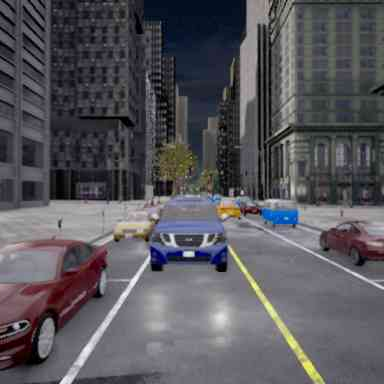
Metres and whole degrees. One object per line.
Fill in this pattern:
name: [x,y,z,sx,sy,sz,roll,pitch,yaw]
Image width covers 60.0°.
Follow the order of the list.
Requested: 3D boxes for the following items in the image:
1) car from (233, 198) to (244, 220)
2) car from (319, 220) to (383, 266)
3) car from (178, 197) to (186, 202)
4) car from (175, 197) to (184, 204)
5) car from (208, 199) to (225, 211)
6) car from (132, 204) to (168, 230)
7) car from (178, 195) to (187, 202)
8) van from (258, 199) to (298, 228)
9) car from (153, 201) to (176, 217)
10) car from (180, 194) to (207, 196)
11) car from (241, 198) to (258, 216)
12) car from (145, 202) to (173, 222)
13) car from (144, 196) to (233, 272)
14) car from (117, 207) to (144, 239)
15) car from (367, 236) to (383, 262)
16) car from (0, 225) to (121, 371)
car: [3.143,1.572,29.672,1.882,1.535,5.008,0,0,1]
car: [5.805,1.619,11.374,1.802,1.307,4.206,0,0,0]
car: [-2.528,1.833,82.189,1.887,1.381,4.507,0,0,0]
car: [-2.564,1.770,71.439,1.752,1.417,4.829,0,0,0]
car: [3.183,1.706,44.272,1.994,1.385,4.181,0,0,0]
car: [-2.713,1.615,22.466,1.887,1.381,4.507,0,0,0]
car: [-2.512,1.626,87.479,2.192,1.841,5.009,0,0,0]
van: [5.839,1.413,22.425,1.690,1.788,3.998,0,0,0]
car: [-2.683,1.651,33.516,1.887,1.381,4.507,0,0,0]
car: [0.092,1.323,32.959,2.150,2.045,5.566,0,0,0]
car: [5.872,1.652,33.474,1.887,1.381,4.507,0,0,0]
car: [-2.698,1.633,27.991,1.887,1.381,4.507,0,0,0]
car: [-0.071,1.259,11.302,2.150,2.045,5.566,0,0,0]
car: [-2.728,1.578,16.771,1.752,1.417,4.829,0,0,0]
car: [3.803,1.489,2.767,1.882,1.535,5.008,0,0,-2]
car: [-2.756,1.563,5.890,1.887,1.381,4.507,0,0,0]
